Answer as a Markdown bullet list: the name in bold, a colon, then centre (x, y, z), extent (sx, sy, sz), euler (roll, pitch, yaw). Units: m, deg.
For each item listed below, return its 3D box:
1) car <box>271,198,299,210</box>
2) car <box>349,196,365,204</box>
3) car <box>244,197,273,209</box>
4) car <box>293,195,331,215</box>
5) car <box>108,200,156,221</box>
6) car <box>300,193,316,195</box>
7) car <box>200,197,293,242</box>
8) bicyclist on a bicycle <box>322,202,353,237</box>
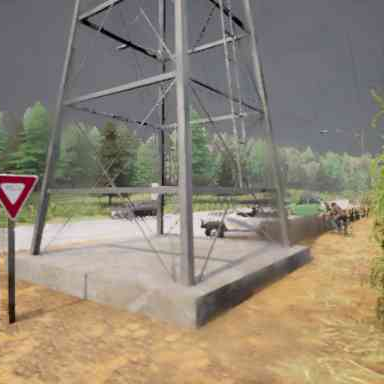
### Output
- **car**: centre (12.051, 1.506, 42.710), extent (1.895, 1.301, 4.718), euler (0, 0, 36)
- **car**: centre (29.355, 1.437, 57.123), extent (4.181, 1.381, 1.994), euler (0, 0, 35)
- **car**: centre (8.932, 1.423, 44.542), extent (1.837, 1.490, 4.892), euler (0, -1, 37)
- **car**: centre (10.326, 1.371, 30.148), extent (3.988, 1.617, 1.851), euler (0, 0, 35)
- **car**: centre (-4.365, 1.409, 26.347), extent (2.128, 1.511, 4.902), euler (0, 0, 36)
- **car**: centre (18.064, 1.126, 51.054), extent (2.150, 2.045, 5.566), euler (0, 0, 36)
- **car**: centre (2.318, 1.238, 15.141), extent (3.866, 1.878, 1.905), euler (0, 0, 5)
- **bicyclist on a bicycle**: centre (6.987, 1.333, 16.049), extent (0.582, 1.620, 1.656), euler (0, 0, -31)
